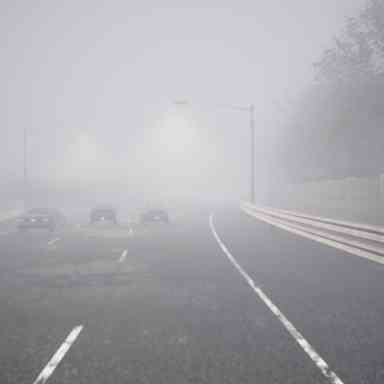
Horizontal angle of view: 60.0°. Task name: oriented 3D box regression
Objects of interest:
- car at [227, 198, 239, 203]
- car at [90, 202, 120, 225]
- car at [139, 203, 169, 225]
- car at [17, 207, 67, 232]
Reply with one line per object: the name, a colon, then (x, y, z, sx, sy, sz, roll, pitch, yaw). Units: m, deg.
car: (9.732, 2.140, 82.109, 2.033, 1.411, 5.357, 0, -3, 13)
car: (-6.529, 1.542, 24.804, 1.837, 1.490, 4.892, 0, 0, -13)
car: (-2.757, 1.539, 23.960, 1.812, 1.442, 4.674, 0, 0, -12)
car: (-9.077, 1.602, 20.437, 2.033, 1.411, 5.357, 0, 0, -11)
